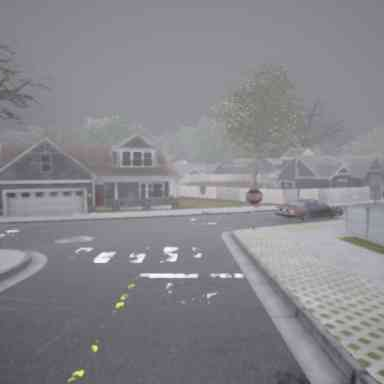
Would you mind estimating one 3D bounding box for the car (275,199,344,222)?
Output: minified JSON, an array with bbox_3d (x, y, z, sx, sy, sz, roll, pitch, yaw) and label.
[{"bbox_3d":[8.399,1.232,23.719,5.357,1.411,2.033,-1,4,-30],"label":"car"}]
